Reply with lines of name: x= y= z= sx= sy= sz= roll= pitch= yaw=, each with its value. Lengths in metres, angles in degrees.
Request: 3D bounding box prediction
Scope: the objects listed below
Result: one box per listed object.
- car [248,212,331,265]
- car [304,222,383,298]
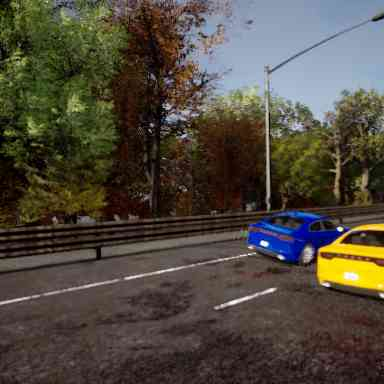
car: x=4.164 y=1.507 z=12.188 sx=5.008 sy=1.535 sz=1.882 roll=1 pitch=8 yaw=-42
car: x=5.051 y=1.542 z=8.330 sx=5.008 sy=1.535 sz=1.882 roll=0 pitch=-1 yaw=-42
